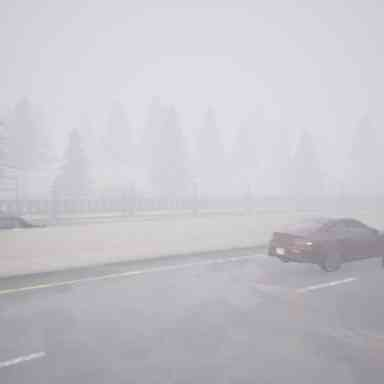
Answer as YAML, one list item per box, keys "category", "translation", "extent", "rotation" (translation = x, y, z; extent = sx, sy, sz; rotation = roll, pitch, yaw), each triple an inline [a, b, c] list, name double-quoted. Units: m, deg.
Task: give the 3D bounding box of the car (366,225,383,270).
- category: "car"
  translation: [6.834, 1.165, 7.692]
  extent: [5.566, 2.045, 2.150]
  rotation: [0, 0, -29]

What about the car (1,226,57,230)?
- category: "car"
  translation: [-7.105, 1.552, 11.682]
  extent: [4.718, 1.301, 1.895]
  rotation: [0, 0, -34]

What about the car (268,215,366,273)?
- category: "car"
  translation: [4.457, 1.459, 10.331]
  extent: [4.674, 1.442, 1.812]
  rotation: [0, 0, -29]
